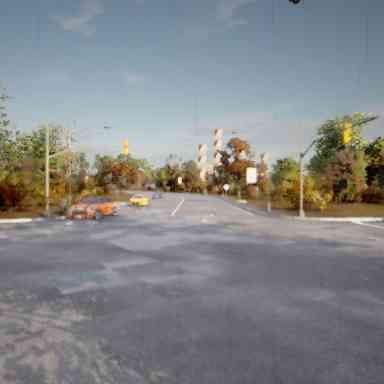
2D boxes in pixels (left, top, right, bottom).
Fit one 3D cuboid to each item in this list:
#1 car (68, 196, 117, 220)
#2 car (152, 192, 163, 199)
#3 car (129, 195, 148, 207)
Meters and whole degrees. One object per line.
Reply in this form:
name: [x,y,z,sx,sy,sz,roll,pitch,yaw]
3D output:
car: [-7.586,1.150,25.739,2.097,1.767,4.553,0,0,11]
car: [-7.082,0.707,68.540,1.812,1.442,4.674,0,1,0]
car: [-6.996,1.129,43.884,1.882,1.535,5.008,0,1,0]
